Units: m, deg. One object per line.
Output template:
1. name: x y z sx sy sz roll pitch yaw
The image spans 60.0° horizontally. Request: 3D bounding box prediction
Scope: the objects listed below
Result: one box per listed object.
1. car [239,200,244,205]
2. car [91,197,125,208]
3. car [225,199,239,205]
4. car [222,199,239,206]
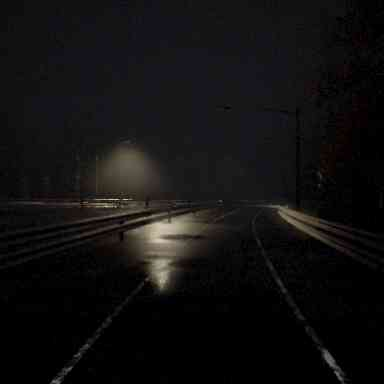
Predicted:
1. car: 12.384 2.785 88.833 1.895 1.301 4.718 0 -1 31
2. car: -11.834 1.434 48.697 1.882 1.535 5.008 0 -1 31
3. car: 11.303 2.752 93.847 1.882 1.535 5.008 0 -1 31
4. car: 8.159 2.333 74.973 1.837 1.490 4.892 0 -1 31
